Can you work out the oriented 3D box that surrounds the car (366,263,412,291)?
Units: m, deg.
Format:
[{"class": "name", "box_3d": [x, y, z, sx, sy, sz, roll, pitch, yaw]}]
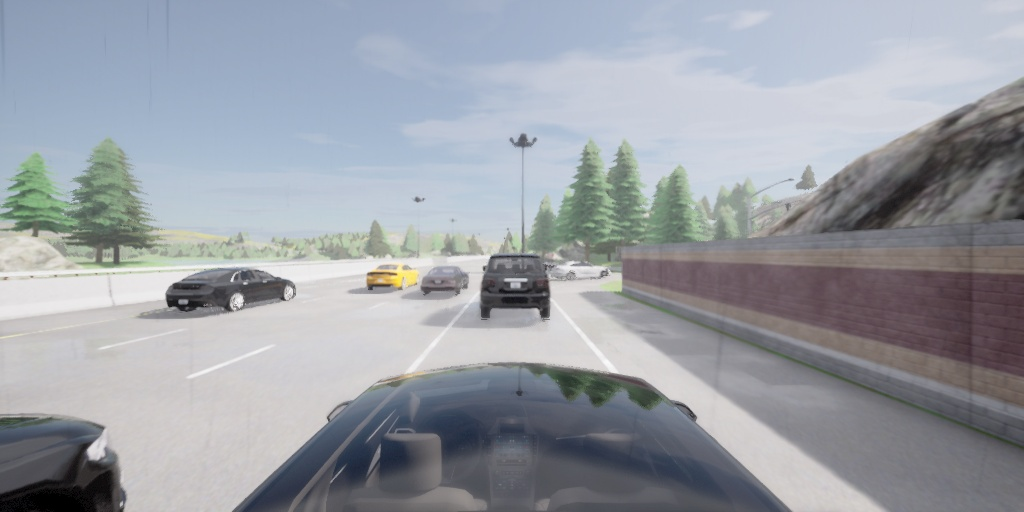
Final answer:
[{"class": "car", "box_3d": [-6.898, 1.134, 21.251, 1.882, 1.535, 5.008, 0, 0, 0]}]

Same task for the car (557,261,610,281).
[{"class": "car", "box_3d": [5.369, 1.111, 28.019, 4.674, 1.442, 1.812, -2, -1, -18]}]

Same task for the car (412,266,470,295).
[{"class": "car", "box_3d": [-3.398, 1.215, 18.944, 2.033, 1.411, 5.357, 0, 0, 0]}]

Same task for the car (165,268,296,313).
[{"class": "car", "box_3d": [-10.398, 1.197, 13.764, 1.837, 1.490, 4.892, 0, 0, 0]}]

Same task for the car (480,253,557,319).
[{"class": "car", "box_3d": [0.101, 0.917, 12.670, 2.150, 2.045, 5.566, 0, 0, 0]}]

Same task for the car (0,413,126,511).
[{"class": "car", "box_3d": [-3.400, 1.249, 0.243, 2.128, 1.511, 4.902, 0, 0, 0]}]
